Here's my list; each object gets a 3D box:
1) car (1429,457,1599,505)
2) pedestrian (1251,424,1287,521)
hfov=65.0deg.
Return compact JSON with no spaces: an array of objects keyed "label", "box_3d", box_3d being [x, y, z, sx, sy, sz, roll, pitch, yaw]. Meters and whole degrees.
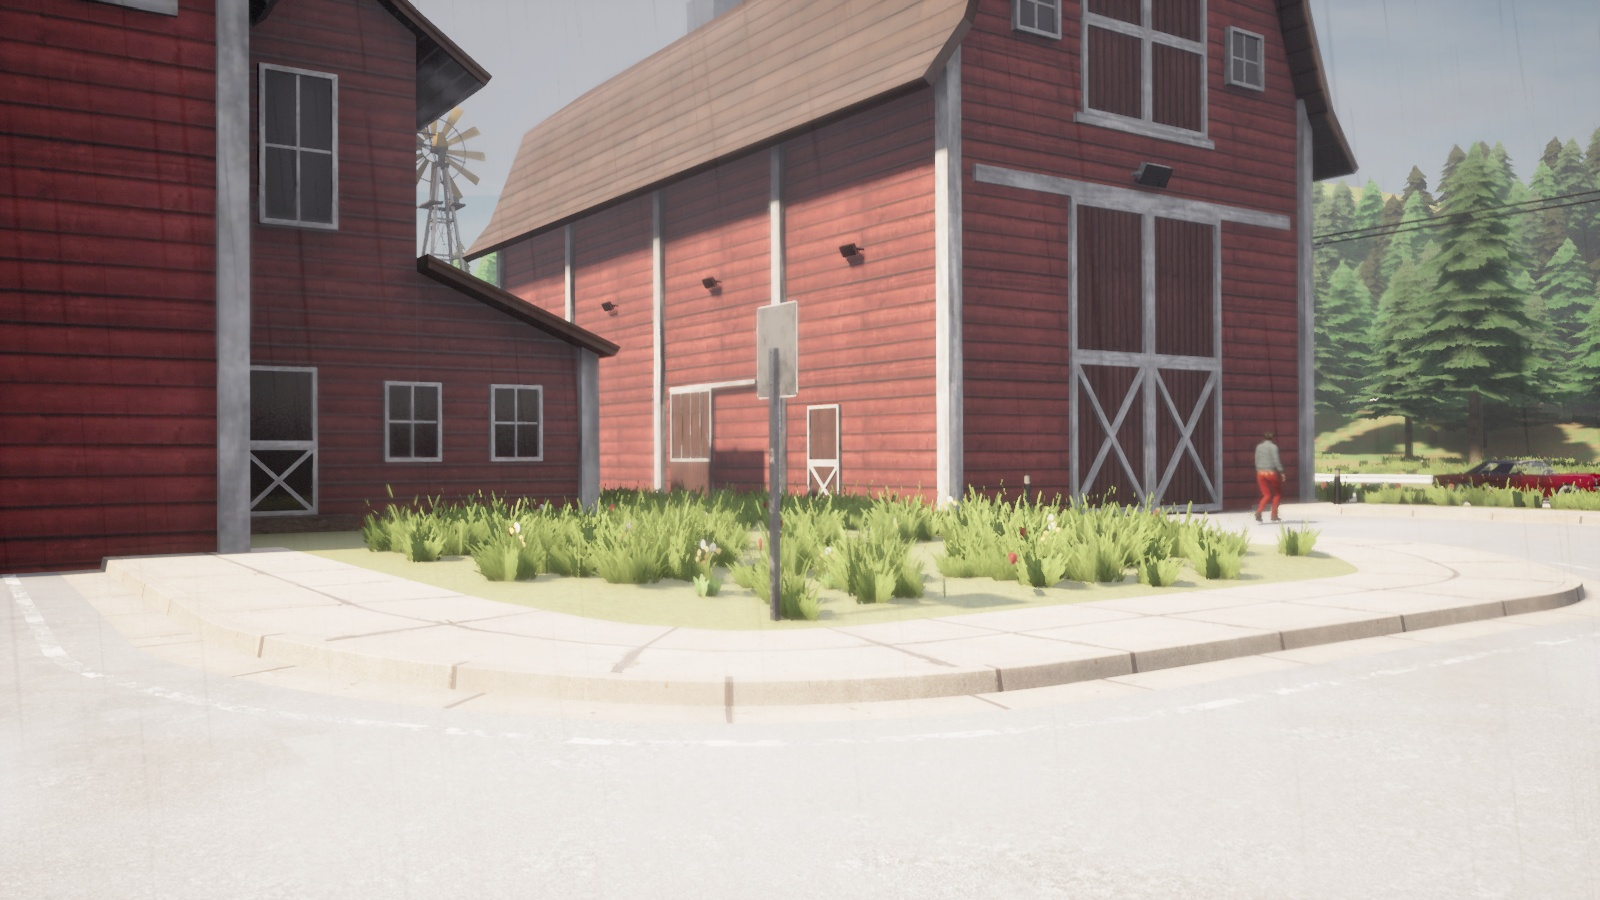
[{"label":"car","box_3d":[20.994,0.855,36.269,1.895,1.301,4.718,0,0,-34]},{"label":"pedestrian","box_3d":[9.073,0.424,24.291,0.614,1.847,0.353,0,0,-34]}]
